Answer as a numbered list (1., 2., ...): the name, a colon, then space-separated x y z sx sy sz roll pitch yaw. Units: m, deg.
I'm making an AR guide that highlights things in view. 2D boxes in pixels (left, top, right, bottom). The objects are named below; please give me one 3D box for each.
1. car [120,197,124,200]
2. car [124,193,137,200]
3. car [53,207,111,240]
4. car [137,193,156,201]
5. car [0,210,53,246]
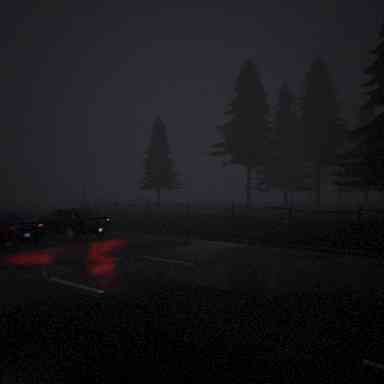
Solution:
1. car: -16.497 1.449 86.292 1.882 1.535 5.008 0 0 36
2. car: -13.681 1.198 84.212 2.150 2.045 5.566 0 0 36
3. car: -6.236 1.515 16.916 4.892 1.490 1.837 0 0 36
4. car: -10.831 1.527 82.181 1.994 1.385 4.181 0 0 36
5. car: -8.269 1.484 14.066 5.008 1.535 1.882 0 0 36
